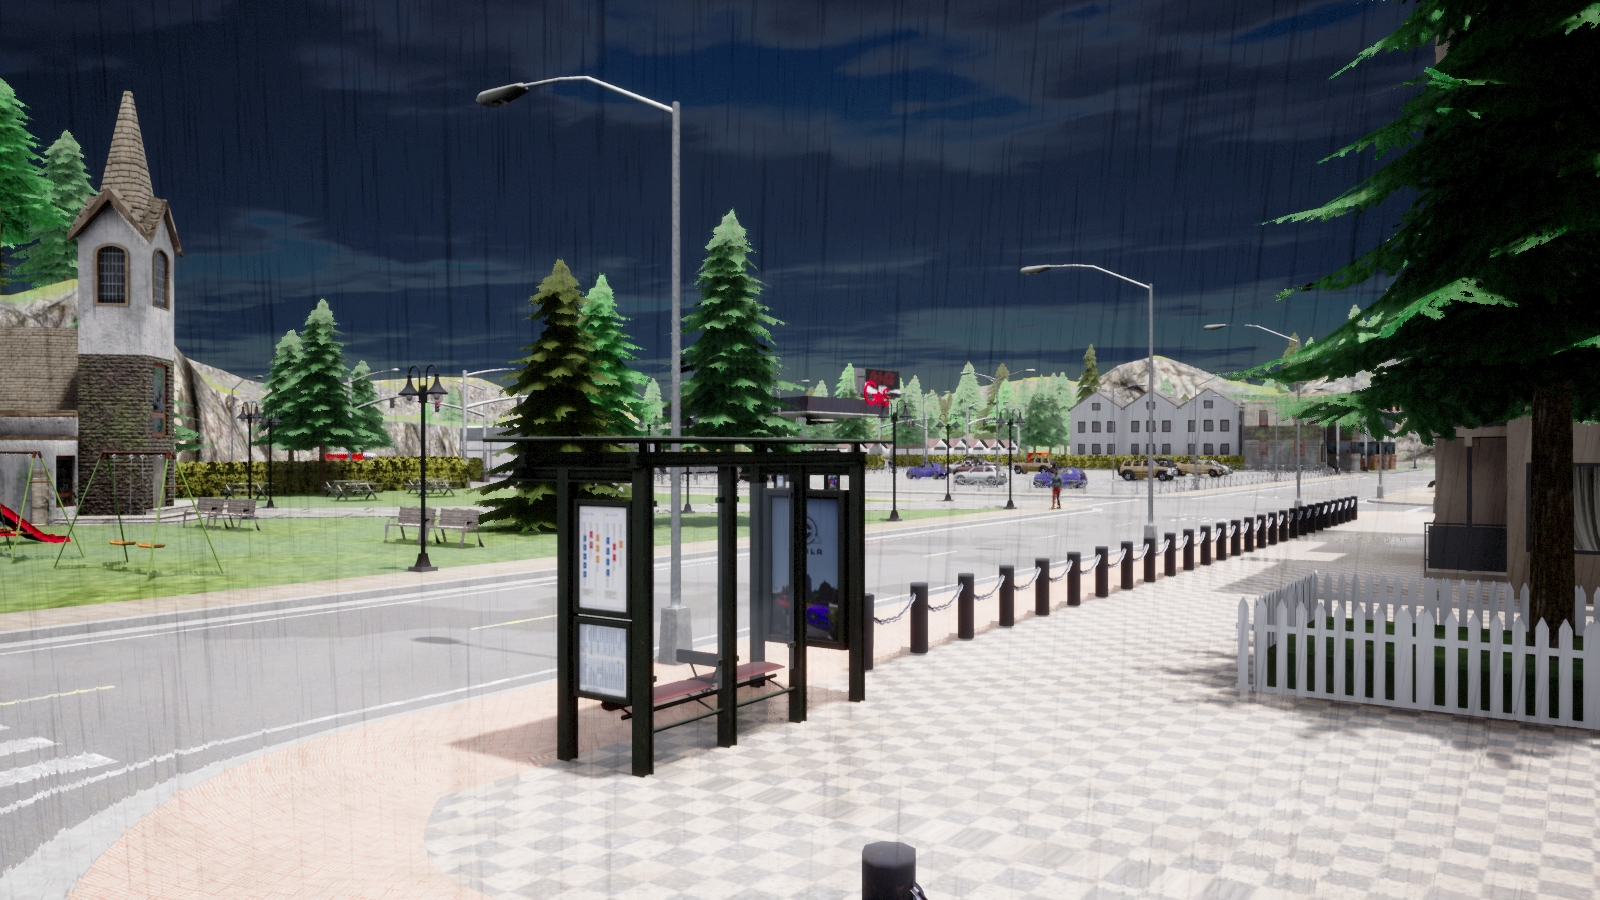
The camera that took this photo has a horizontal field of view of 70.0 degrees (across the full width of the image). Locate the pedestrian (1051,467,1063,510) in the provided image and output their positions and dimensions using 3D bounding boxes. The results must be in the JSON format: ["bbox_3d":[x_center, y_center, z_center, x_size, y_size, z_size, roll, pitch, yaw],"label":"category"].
[{"bbox_3d":[11.200,1.665,49.840,0.375,1.860,0.375,0,0,36],"label":"pedestrian"}]
